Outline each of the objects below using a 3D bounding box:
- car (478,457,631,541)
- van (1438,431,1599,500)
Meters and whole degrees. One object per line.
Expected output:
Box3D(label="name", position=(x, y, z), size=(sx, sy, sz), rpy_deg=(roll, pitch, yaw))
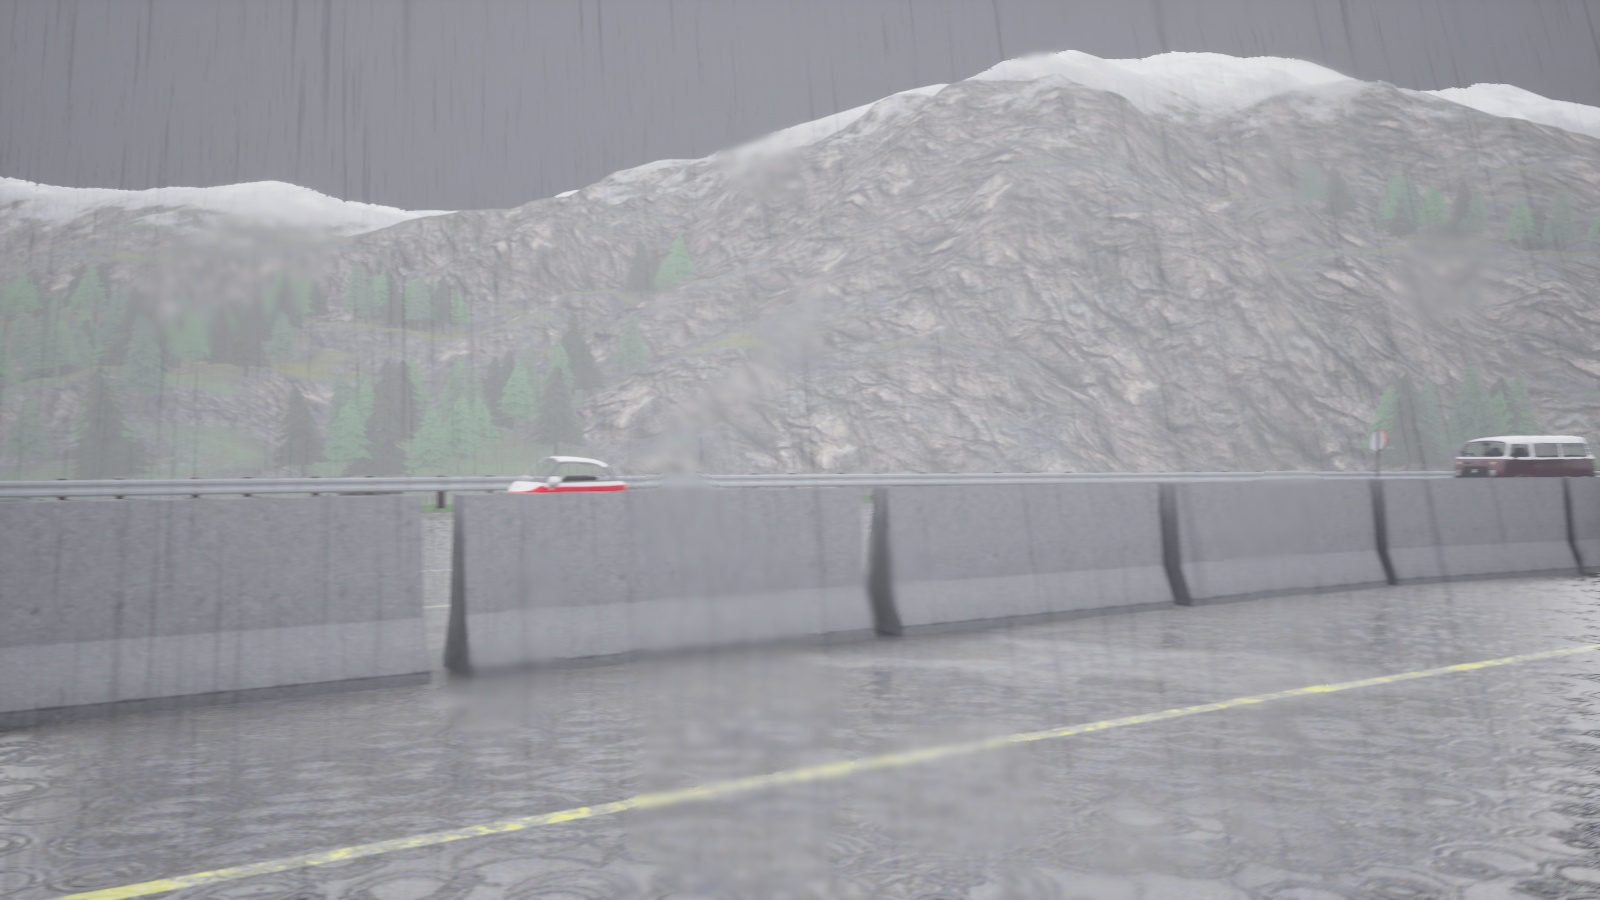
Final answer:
Box3D(label="car", position=(-4.244, 0.805, 21.731), size=(2.207, 1.376, 1.481), rpy_deg=(0, -1, -32))
Box3D(label="van", position=(22.424, 0.465, 39.121), size=(4.480, 2.038, 2.069), rpy_deg=(0, 0, -22))
